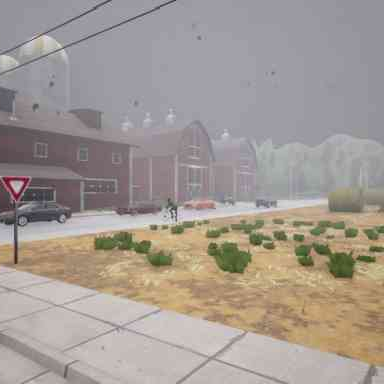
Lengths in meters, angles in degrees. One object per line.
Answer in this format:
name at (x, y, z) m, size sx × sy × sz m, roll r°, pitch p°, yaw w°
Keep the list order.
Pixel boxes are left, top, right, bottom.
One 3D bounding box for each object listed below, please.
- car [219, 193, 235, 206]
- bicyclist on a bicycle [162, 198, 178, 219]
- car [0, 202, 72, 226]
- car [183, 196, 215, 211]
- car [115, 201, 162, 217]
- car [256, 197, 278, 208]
car at (5.734, 1.118, 54.102) m, size 1.905 × 1.878 × 3.866 m, roll 6°, pitch 1°, yaw -8°
bicyclist on a bicycle at (-1.497, 1.274, 23.328) m, size 1.656 × 1.620 × 0.582 m, roll 0°, pitch 0°, yaw 35°
car at (-10.764, 1.478, 23.096) m, size 1.837 × 1.490 × 4.892 m, roll 0°, pitch 0°, yaw 35°
car at (0.883, 1.329, 39.893) m, size 2.097 × 1.767 × 4.553 m, roll 0°, pitch 0°, yaw 35°
car at (-4.979, 1.574, 31.447) m, size 1.895 × 1.301 × 4.718 m, roll 0°, pitch 0°, yaw 35°
car at (10.758, 1.477, 47.758) m, size 1.837 × 1.490 × 4.892 m, roll 0°, pitch 0°, yaw 35°
